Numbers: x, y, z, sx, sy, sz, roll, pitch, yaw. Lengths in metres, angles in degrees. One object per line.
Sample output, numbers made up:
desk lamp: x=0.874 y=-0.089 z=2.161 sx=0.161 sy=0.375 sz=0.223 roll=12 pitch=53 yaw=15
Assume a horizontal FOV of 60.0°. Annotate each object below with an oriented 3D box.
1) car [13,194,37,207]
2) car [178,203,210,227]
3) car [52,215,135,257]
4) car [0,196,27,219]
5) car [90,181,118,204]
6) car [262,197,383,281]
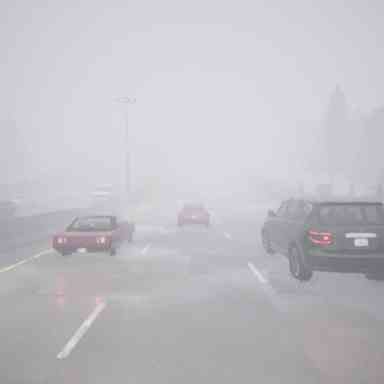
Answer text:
car: x=-17.574 y=0.930 z=34.105 sx=1.812 sy=1.442 sz=4.674 roll=0 pitch=3 yaw=0
car: x=0.103 y=1.401 z=21.524 sx=1.994 sy=1.385 sz=4.181 roll=0 pitch=1 yaw=0
car: x=-3.398 y=1.507 z=12.528 sx=1.895 sy=1.301 sz=4.718 roll=0 pitch=0 yaw=0
car: x=-14.085 y=1.316 z=23.627 sx=1.837 sy=1.490 sz=4.892 roll=0 pitch=1 yaw=0
car: x=-10.569 y=0.178 z=40.438 sx=2.150 sy=2.045 sz=5.566 roll=0 pitch=5 yaw=0
car: x=3.601 y=1.148 z=9.756 sx=2.150 sy=2.045 sz=5.566 roll=0 pitch=0 yaw=0
